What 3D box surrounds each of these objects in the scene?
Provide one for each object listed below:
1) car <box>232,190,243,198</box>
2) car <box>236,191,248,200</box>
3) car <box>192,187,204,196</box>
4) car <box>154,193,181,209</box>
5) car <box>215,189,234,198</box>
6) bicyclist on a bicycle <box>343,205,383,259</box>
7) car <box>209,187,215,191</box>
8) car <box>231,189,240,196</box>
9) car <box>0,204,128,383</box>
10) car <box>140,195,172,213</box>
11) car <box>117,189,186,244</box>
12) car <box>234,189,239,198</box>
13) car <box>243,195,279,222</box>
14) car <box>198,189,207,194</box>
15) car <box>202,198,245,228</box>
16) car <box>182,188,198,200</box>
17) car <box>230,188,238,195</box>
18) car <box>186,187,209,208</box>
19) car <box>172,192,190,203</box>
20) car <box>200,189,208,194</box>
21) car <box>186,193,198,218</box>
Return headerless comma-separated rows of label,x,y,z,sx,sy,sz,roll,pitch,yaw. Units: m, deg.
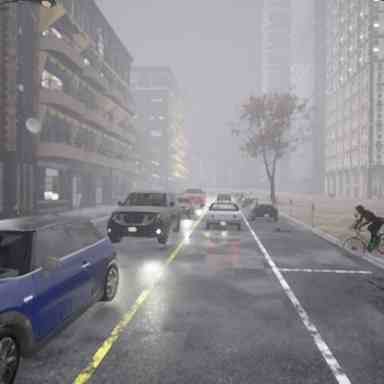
car,9.082,0.370,66.834,2.008,1.369,4.403,1,1,6
car,5.852,0.959,33.579,2.008,1.369,4.403,1,1,6
car,1.285,-0.052,73.182,2.192,1.841,5.009,2,1,6
car,-2.488,0.871,34.389,2.008,1.369,4.403,2,1,6
car,4.323,0.662,44.845,1.882,1.535,5.008,1,1,6
bicyclist on a bicycle,5.361,1.192,10.111,1.656,1.620,0.582,-8,0,6
car,4.513,-0.436,78.708,2.097,1.767,4.553,1,1,6
car,10.161,0.064,77.918,1.967,1.590,4.097,1,1,6
car,-2.751,1.225,4.902,2.097,1.767,4.553,1,1,8
car,-3.027,0.985,28.846,1.947,1.339,4.313,2,1,6
car,-1.819,0.921,14.509,2.150,2.045,5.566,1,1,6
car,6.946,0.733,44.834,1.752,1.417,4.829,1,1,6
car,4.776,1.158,22.493,2.008,1.369,4.403,1,1,6
car,2.894,-0.093,89.816,1.947,1.339,4.313,2,1,6
car,1.822,1.245,19.139,1.895,1.301,4.718,1,1,6
car,-0.329,0.241,56.555,2.192,1.841,5.009,2,1,6
car,11.238,-0.131,89.004,1.967,1.590,4.097,1,1,6
car,0.251,0.549,35.298,2.150,2.045,5.566,1,1,6
car,-1.412,0.689,45.475,1.947,1.339,4.313,2,1,6
car,3.433,-0.205,95.358,2.008,1.369,4.403,1,1,6
car,-0.835,1.043,24.630,1.812,1.442,4.674,1,1,6
